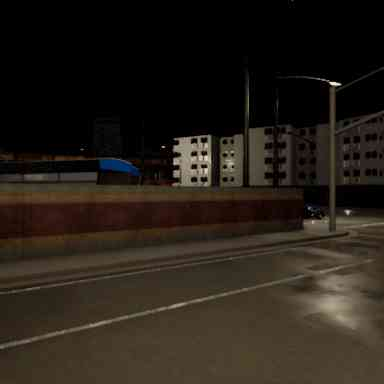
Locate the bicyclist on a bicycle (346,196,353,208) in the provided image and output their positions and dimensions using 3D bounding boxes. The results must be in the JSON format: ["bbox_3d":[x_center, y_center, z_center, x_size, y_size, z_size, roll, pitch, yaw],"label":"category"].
[{"bbox_3d":[22.021,1.426,46.555,1.656,1.620,0.582,0,0,-35],"label":"bicyclist on a bicycle"}]

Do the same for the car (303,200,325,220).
[{"bbox_3d":[9.444,1.421,29.487,2.097,1.767,4.553,0,0,-33],"label":"car"}]
